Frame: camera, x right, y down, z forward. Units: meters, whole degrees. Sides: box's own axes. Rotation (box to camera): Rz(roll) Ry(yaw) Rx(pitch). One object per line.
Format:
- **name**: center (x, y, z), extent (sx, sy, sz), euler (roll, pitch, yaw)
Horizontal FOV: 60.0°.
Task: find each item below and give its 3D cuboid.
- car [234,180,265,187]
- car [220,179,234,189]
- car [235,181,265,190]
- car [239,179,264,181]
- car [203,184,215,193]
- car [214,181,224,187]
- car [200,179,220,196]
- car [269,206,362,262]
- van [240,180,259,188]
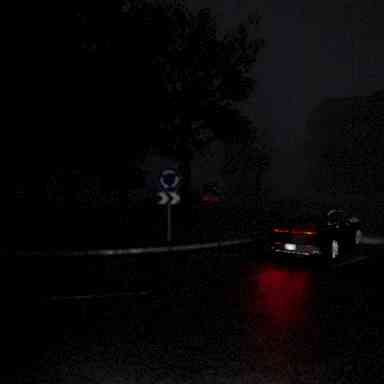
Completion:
- **car**: center (12.945, -1.679, 74.943), extent (5.566, 2.045, 2.435), euler (0, 3, 9)
- **car**: center (7.661, -1.401, 72.276), extent (1.837, 1.490, 4.892), euler (0, 3, 9)
- **car**: center (11.679, -0.994, 66.809), extent (4.892, 1.521, 2.231), euler (0, 3, 9)
- **car**: center (12.128, -1.264, 69.516), extent (4.553, 1.767, 2.185), euler (0, 3, 9)
- **car**: center (3.273, -0.734, 62.561), extent (1.837, 1.490, 4.892), euler (0, 3, 8)
- **car**: center (7.118, -2.136, 87.177), extent (1.895, 1.301, 4.718), euler (0, 3, 12)
- **car**: center (2.755, -0.494, 52.197), extent (2.150, 2.045, 5.566), euler (0, 3, 0)
- **car**: center (4.342, 1.258, 11.356), extent (1.837, 1.490, 4.892), euler (0, 1, 39)
- **van**: center (14.359, -2.097, 82.861), extent (4.442, 1.987, 1.878), euler (0, 3, 11)
